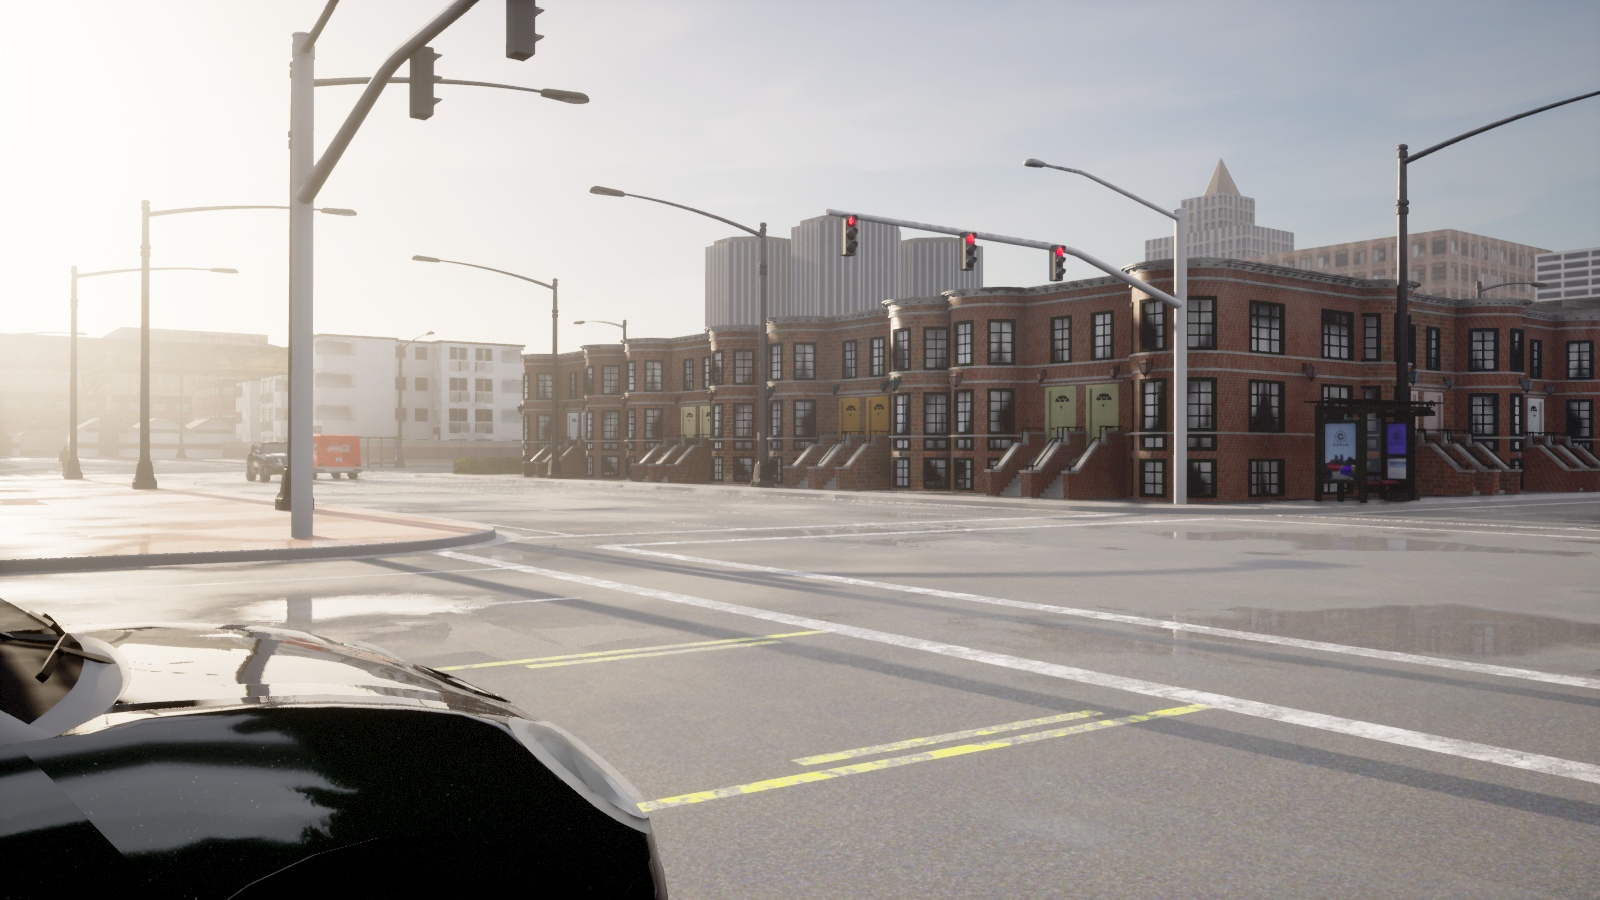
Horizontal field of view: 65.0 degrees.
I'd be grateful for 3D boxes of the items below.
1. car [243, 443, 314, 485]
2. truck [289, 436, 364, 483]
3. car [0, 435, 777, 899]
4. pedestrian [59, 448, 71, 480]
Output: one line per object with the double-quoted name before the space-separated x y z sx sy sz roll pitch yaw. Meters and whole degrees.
"car" -26.216 0.674 63.031 2.150 2.045 5.566 0 0 -35
"truck" -25.927 0.490 68.667 2.627 2.467 5.204 0 0 -35
"car" -2.171 0.720 2.205 3.806 1.475 1.970 0 0 -35
"pedestrian" -41.897 0.794 71.581 0.431 1.840 0.709 0 0 -41
